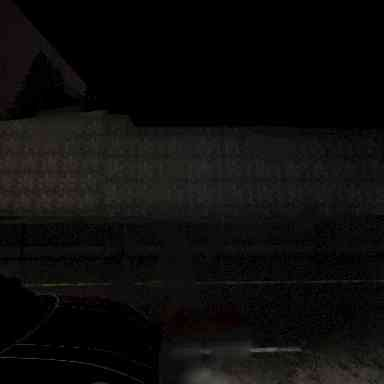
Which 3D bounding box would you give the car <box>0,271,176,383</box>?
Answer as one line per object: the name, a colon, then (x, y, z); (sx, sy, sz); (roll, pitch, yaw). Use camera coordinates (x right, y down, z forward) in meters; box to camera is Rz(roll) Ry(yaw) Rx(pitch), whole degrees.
car: (-2.391, 1.352, 2.726); (4.553, 1.767, 2.097); (0, 0, -2)
